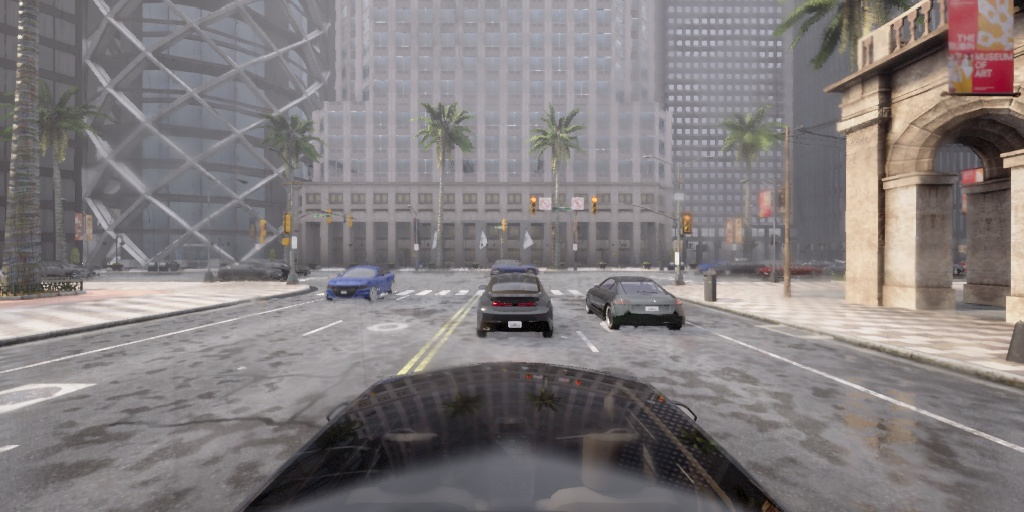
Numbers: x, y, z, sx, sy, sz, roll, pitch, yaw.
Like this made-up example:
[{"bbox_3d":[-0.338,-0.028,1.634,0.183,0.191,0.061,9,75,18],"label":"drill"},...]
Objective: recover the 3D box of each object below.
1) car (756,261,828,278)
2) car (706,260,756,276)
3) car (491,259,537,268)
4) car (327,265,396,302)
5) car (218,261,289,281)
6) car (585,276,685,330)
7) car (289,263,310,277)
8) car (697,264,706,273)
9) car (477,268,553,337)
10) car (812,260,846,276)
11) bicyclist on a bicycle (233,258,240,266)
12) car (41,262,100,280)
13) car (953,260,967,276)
[{"bbox_3d":[25.696,1.351,33.051,4.718,1.301,1.895,0,0,0],"label":"car"},{"bbox_3d":[23.188,1.228,36.759,5.008,1.535,1.882,0,0,0],"label":"car"},{"bbox_3d":[0.278,1.101,33.122,4.553,1.767,2.097,0,0,0],"label":"car"},{"bbox_3d":[-7.061,1.227,17.270,1.882,1.535,5.008,1,0,-3],"label":"car"},{"bbox_3d":[-21.472,1.276,29.528,4.674,1.442,1.812,0,0,0],"label":"car"},{"bbox_3d":[3.582,1.314,11.148,1.994,1.385,4.181,0,0,0],"label":"car"},{"bbox_3d":[-21.327,1.228,33.058,5.008,1.535,1.882,0,0,-2],"label":"car"},{"bbox_3d":[23.449,1.228,40.259,5.008,1.535,1.882,0,0,0],"label":"car"},{"bbox_3d":[0.078,1.255,10.283,1.837,1.490,4.892,0,0,0],"label":"car"},{"bbox_3d":[33.056,1.314,36.730,4.181,1.385,1.994,0,0,0],"label":"car"},{"bbox_3d":[-35.744,1.050,46.596,0.582,1.620,1.656,0,0,-12],"label":"bicyclist on a bicycle"},{"bbox_3d":[-38.464,1.241,30.291,4.902,1.511,2.128,0,0,-25],"label":"car"},{"bbox_3d":[43.022,1.242,36.681,4.902,1.511,2.128,0,0,0],"label":"car"}]
